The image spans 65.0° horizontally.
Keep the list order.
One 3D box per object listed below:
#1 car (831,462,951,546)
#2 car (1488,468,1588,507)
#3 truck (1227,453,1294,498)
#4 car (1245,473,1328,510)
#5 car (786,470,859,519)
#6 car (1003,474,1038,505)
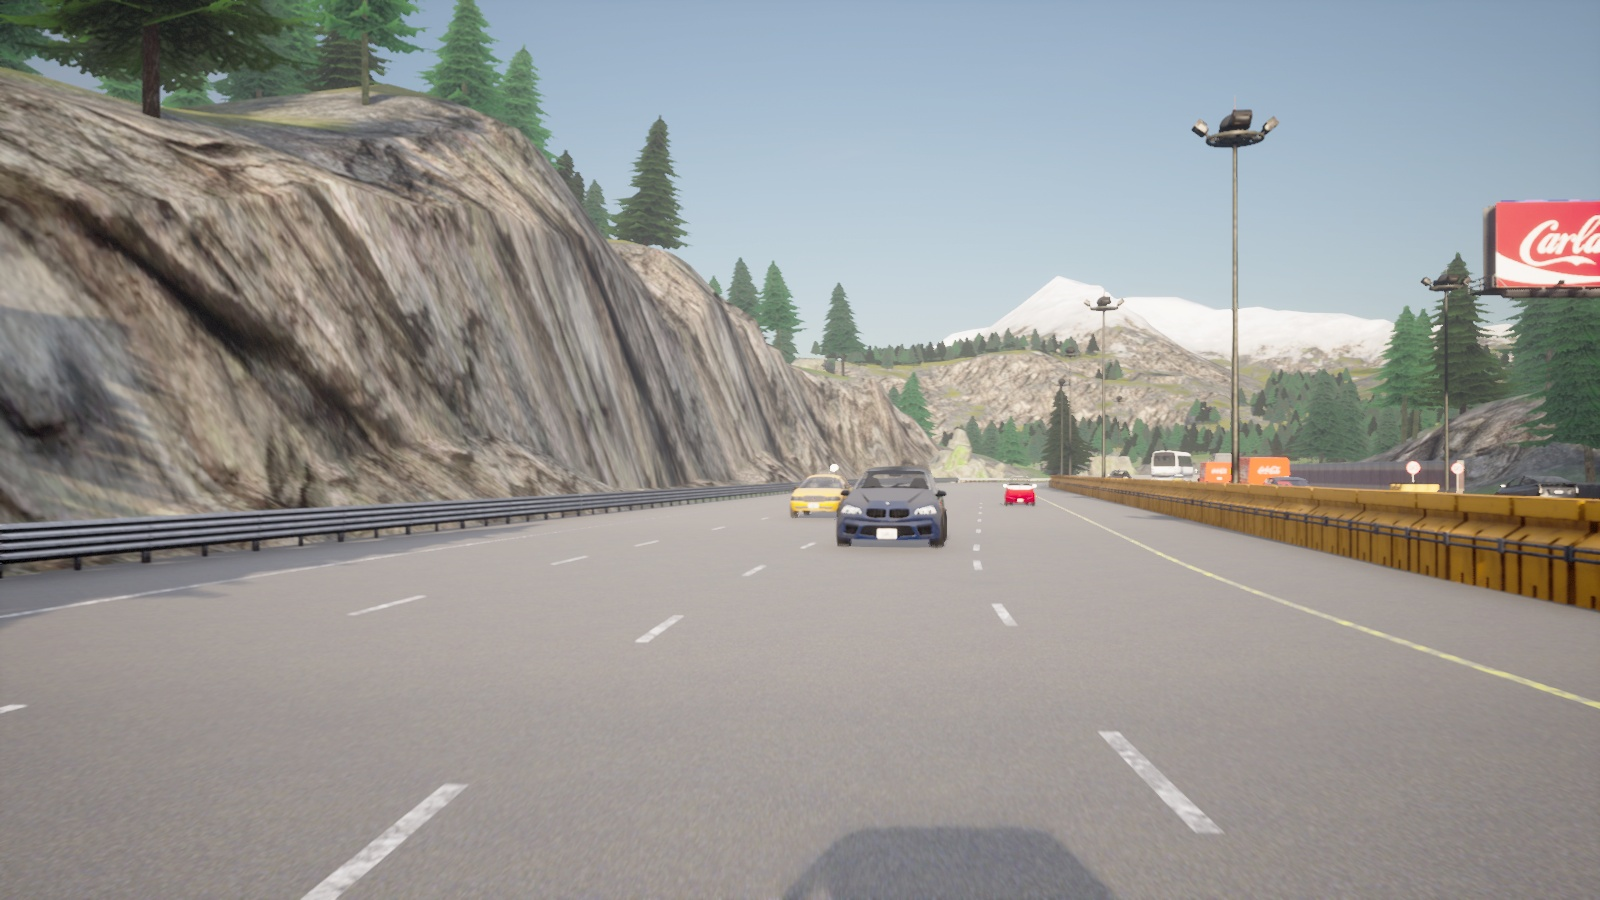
[{"bbox_3d":[2.061,1.105,27.112,2.242,1.667,4.611,0,-1,8],"label":"car"},{"bbox_3d":[30.513,1.519,52.106,2.007,1.525,4.514,0,-1,8],"label":"car"},{"bbox_3d":[26.369,1.439,72.105,2.627,2.467,5.204,0,-1,8],"label":"truck"},{"bbox_3d":[19.791,1.647,51.344,2.033,1.411,5.357,0,-1,8],"label":"car"},{"bbox_3d":[0.848,1.467,42.827,1.801,1.575,5.366,0,-1,8],"label":"car"},{"bbox_3d":[10.097,1.796,57.613,1.481,1.376,2.207,0,-1,8],"label":"car"}]
